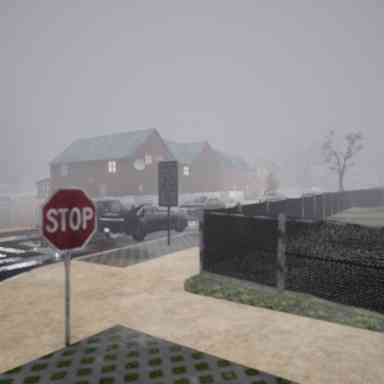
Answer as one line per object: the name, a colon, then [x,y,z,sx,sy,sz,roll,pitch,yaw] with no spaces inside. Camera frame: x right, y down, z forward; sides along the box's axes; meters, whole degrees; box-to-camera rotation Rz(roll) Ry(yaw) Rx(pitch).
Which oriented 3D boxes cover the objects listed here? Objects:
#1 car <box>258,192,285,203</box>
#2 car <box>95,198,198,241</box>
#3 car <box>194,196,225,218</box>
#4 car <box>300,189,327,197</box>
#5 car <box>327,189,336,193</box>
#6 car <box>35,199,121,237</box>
car: [8.980,0.740,37.233,1.837,1.490,4.892,-1,1,34]
car: [-2.095,1.268,15.395,2.128,1.511,4.902,-1,1,34]
car: [0.751,1.071,24.849,2.128,1.511,4.902,-1,1,33]
car: [14.601,0.585,40.505,1.837,1.490,4.892,-1,1,34]
car: [20.112,0.341,48.908,1.882,1.535,5.008,-1,1,34]
car: [-5.113,1.180,16.121,2.097,1.767,4.553,-1,1,35]
